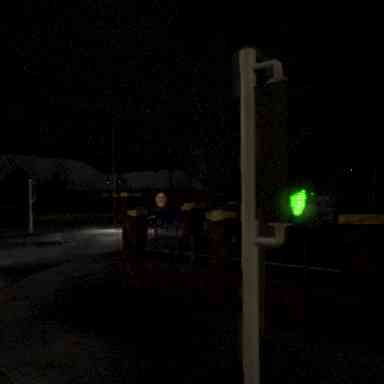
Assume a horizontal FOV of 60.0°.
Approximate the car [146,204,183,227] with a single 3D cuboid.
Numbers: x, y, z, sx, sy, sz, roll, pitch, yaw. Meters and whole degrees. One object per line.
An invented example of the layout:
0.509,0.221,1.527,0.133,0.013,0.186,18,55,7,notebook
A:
-2.043,1.655,24.751,1.882,1.535,5.008,-1,0,36,car
